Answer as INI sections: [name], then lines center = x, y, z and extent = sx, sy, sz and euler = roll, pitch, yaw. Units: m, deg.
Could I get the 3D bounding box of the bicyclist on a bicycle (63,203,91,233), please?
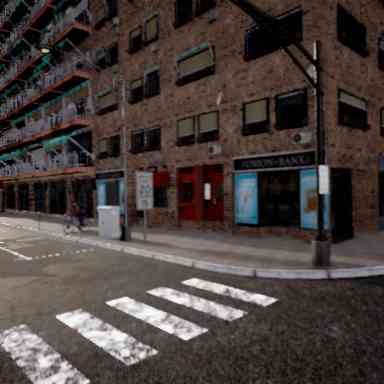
[bicyclist on a bicycle]
center = -6.421, 1.443, 18.557
extent = 1.656, 1.620, 0.582
euler = -2, 0, -43
